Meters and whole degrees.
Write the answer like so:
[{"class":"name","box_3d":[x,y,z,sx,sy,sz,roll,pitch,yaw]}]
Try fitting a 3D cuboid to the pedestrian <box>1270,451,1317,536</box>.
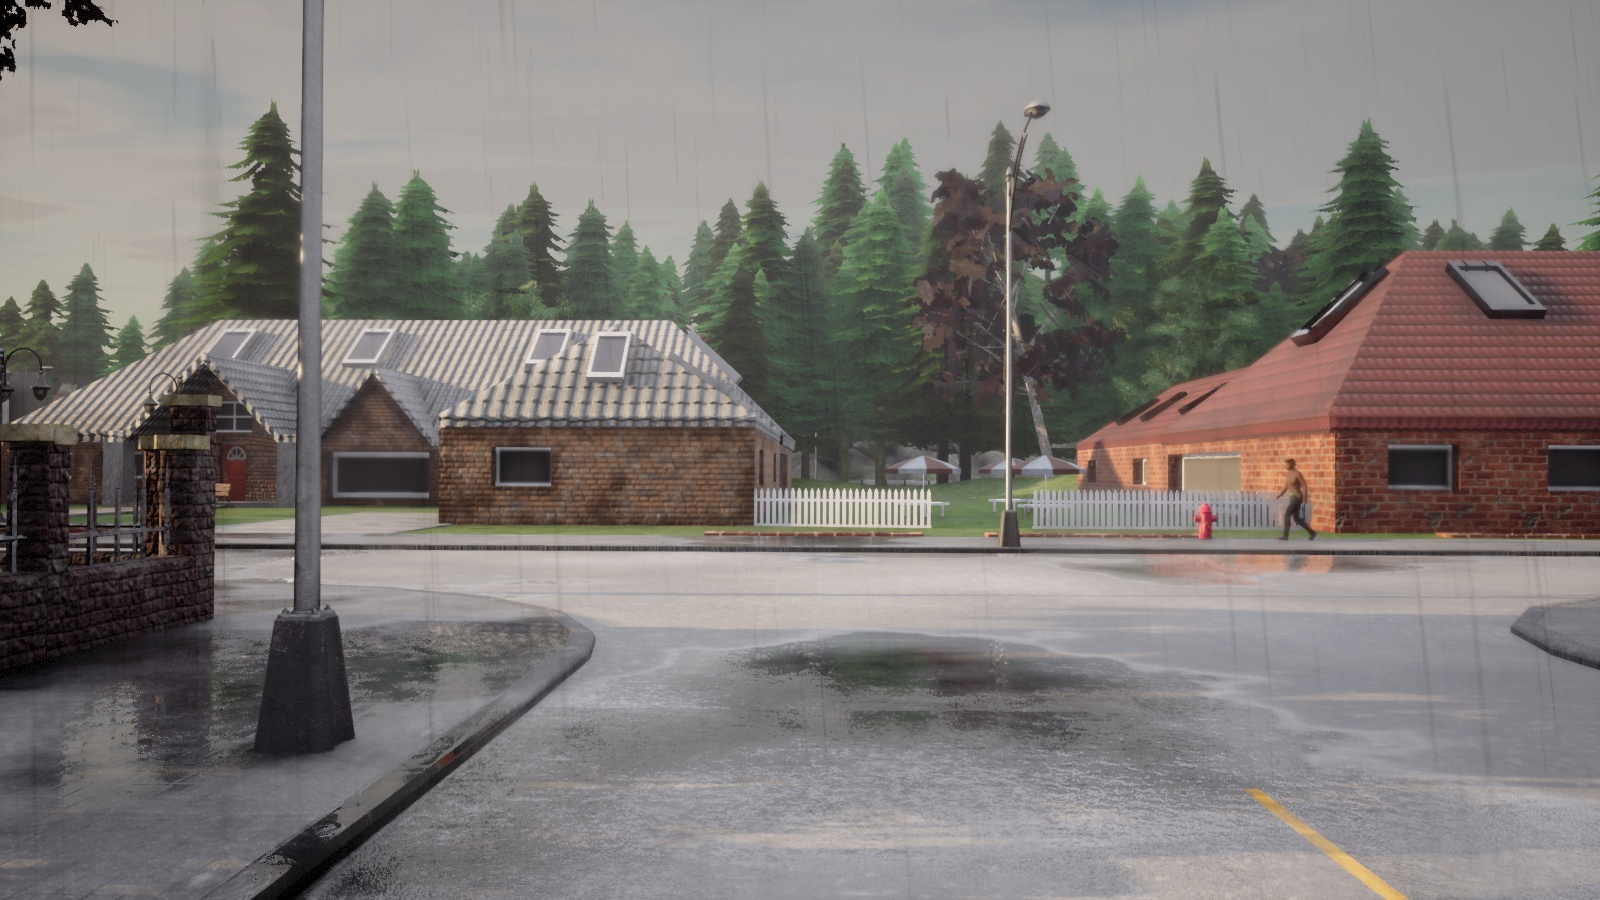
[{"class":"pedestrian","box_3d":[10.534,0.931,26.808,0.869,1.805,0.328,0,-1,0]}]
